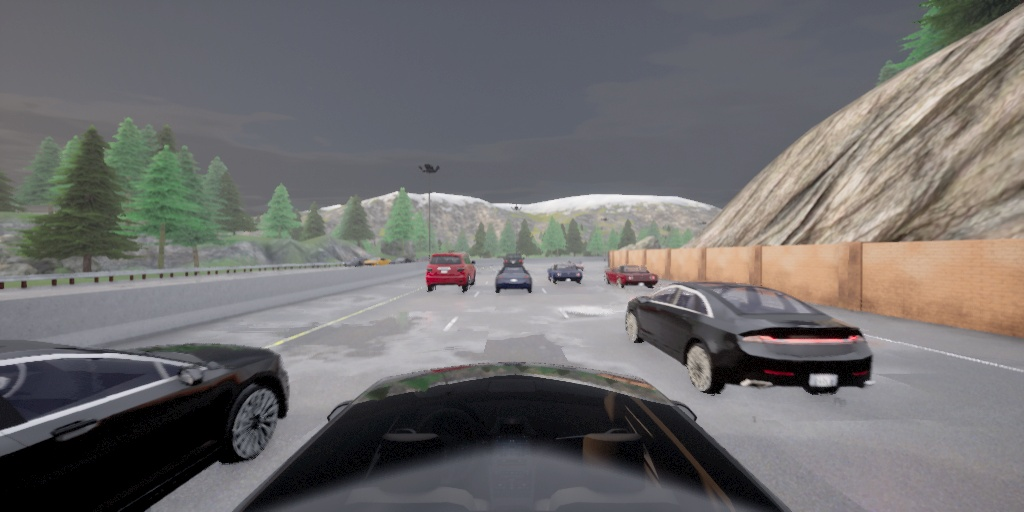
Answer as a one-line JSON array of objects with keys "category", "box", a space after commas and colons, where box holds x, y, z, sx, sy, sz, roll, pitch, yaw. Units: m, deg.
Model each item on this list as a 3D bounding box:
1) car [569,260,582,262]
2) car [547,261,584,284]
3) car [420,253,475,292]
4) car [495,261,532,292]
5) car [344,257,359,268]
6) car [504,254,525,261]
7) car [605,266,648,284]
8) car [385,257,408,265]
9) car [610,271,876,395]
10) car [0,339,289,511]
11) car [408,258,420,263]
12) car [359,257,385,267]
[{"category": "car", "box": [7.477, 1.111, 42.843, 1.895, 1.301, 4.718, 0, 0, 5]}, {"category": "car", "box": [3.593, 1.215, 25.138, 1.895, 1.301, 4.718, 0, 0, 0]}, {"category": "car", "box": [-3.405, 0.863, 20.667, 2.150, 2.045, 5.566, 0, 1, 0]}, {"category": "car", "box": [0.095, 1.206, 20.348, 1.994, 1.385, 4.181, 0, 0, 0]}, {"category": "car", "box": [-22.968, 0.942, 53.490, 2.128, 1.511, 4.902, 0, 0, 10]}, {"category": "car", "box": [0.234, 0.752, 39.573, 2.150, 2.045, 5.566, 0, 0, 2]}, {"category": "car", "box": [7.095, 1.233, 21.915, 1.895, 1.301, 4.718, 0, 0, 0]}, {"category": "car", "box": [-16.062, 0.934, 52.381, 1.882, 1.535, 5.008, 0, 0, 10]}, {"category": "car", "box": [3.598, 1.212, 6.569, 2.128, 1.511, 4.902, 0, 0, 0]}, {"category": "car", "box": [-3.400, 1.240, 2.036, 2.128, 1.511, 4.902, 0, 0, 0]}, {"category": "car", "box": [-12.597, 0.809, 51.871, 2.097, 1.767, 4.553, 0, 0, 11]}, {"category": "car", "box": [-19.633, 0.934, 52.234, 1.882, 1.535, 5.008, 0, 0, 10]}]
